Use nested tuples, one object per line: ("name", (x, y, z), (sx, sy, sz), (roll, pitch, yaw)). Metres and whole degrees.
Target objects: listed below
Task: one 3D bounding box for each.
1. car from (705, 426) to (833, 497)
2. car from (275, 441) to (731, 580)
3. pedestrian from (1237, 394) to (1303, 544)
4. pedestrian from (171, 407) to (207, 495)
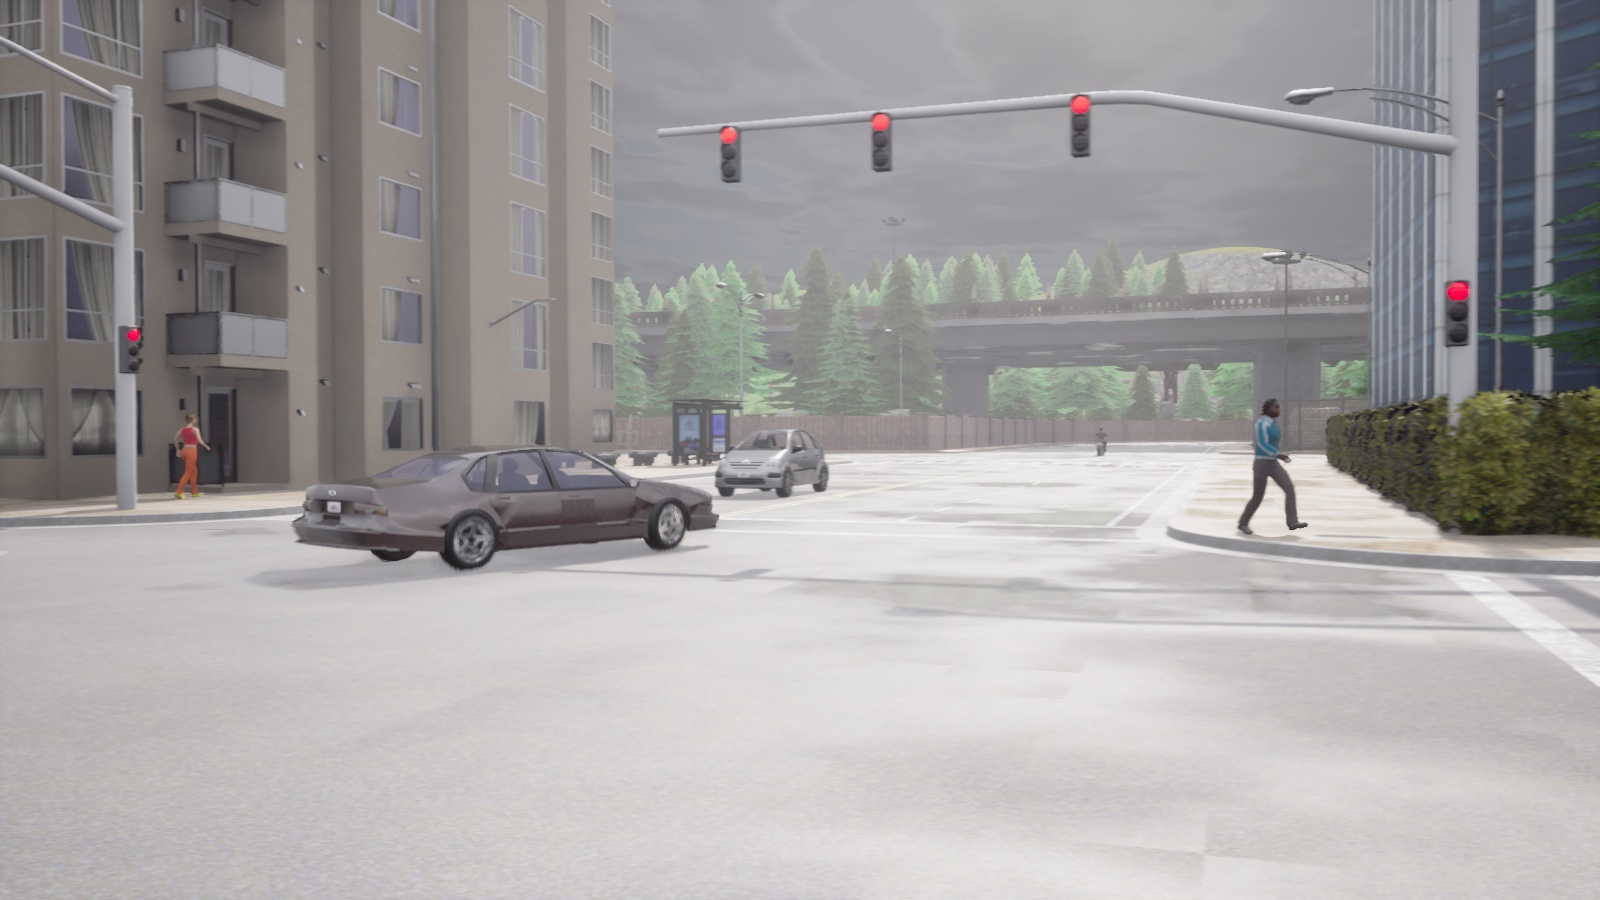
("car", (-0.676, 0.230, 30.754), (1.851, 1.617, 3.988), (1, 1, 19))
("car", (-3.475, 0.609, 15.728), (2.033, 1.411, 5.357), (1, 1, 41))
("pedestrian", (6.169, 0.239, 16.500), (0.396, 1.930, 0.692), (0, 1, -34))
("pedestrian", (-12.954, 0.010, 26.633), (0.345, 1.836, 0.594), (1, 1, 26))
